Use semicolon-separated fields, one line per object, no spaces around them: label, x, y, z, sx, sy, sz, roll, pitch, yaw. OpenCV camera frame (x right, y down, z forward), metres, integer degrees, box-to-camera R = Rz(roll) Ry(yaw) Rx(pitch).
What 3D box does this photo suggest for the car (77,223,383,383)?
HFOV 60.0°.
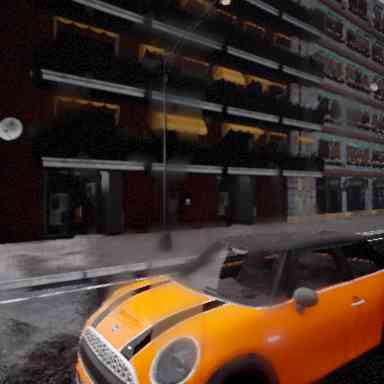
car;0.926;1.367;4.395;4.553;1.767;2.097;0;0;-36
